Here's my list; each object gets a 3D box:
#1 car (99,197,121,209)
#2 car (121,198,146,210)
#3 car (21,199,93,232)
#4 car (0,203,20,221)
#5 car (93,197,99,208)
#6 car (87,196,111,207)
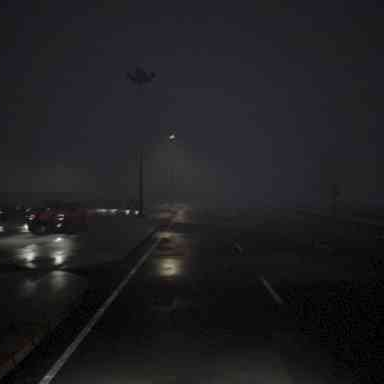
[{"bbox_3d":[-10.765,1.584,45.358,1.994,1.385,4.181,0,0,1],"label":"car"},{"bbox_3d":[-7.317,1.536,43.629,2.033,1.411,5.357,0,0,1],"label":"car"},{"bbox_3d":[-7.813,1.339,19.797,2.097,1.767,4.553,0,0,1],"label":"car"},{"bbox_3d":[-14.680,1.577,26.620,1.895,1.301,4.718,0,0,1],"label":"car"},{"bbox_3d":[-14.266,1.609,45.391,1.895,1.301,4.718,0,0,1],"label":"car"},{"bbox_3d":[-14.177,1.469,50.957,2.128,1.511,4.902,0,0,1],"label":"car"}]
